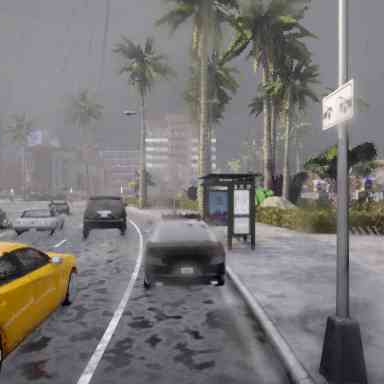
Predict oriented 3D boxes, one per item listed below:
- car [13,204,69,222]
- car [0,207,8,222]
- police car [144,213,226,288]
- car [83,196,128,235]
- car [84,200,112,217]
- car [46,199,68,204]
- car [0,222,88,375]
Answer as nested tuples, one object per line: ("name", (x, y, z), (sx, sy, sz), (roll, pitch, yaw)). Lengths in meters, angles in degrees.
("car", (-8.405, 1.595, 18.706), (1.895, 1.301, 4.718), (0, 0, -13))
("car", (-12.255, 1.498, 19.261), (1.837, 1.490, 4.892), (0, 0, -13))
("police car", (-0.319, 1.424, 9.464), (1.930, 1.638, 5.238), (0, 0, -5))
("car", (-4.829, 1.220, 18.825), (2.150, 2.045, 5.566), (0, 0, -12))
("car", (-9.435, 1.541, 33.093), (2.033, 1.411, 5.357), (0, 0, -24))
("car", (-13.614, 1.482, 33.744), (2.128, 1.511, 4.902), (0, 0, -26))
("car", (-3.202, 1.476, 4.957), (1.882, 1.535, 5.008), (0, 0, -3))
